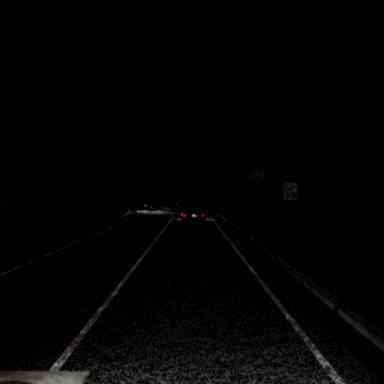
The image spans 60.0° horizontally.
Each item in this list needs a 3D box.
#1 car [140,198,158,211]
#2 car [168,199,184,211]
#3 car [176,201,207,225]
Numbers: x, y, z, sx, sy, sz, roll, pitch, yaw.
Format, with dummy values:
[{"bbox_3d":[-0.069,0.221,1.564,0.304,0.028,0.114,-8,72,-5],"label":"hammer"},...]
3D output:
[{"bbox_3d":[-5.486,1.573,42.275,1.837,1.490,4.892,2,0,-15],"label":"car"},{"bbox_3d":[-1.865,1.648,42.649,2.128,1.511,4.902,1,0,-13],"label":"car"},{"bbox_3d":[0.105,1.625,24.529,2.033,1.411,5.357,0,0,0],"label":"car"}]
